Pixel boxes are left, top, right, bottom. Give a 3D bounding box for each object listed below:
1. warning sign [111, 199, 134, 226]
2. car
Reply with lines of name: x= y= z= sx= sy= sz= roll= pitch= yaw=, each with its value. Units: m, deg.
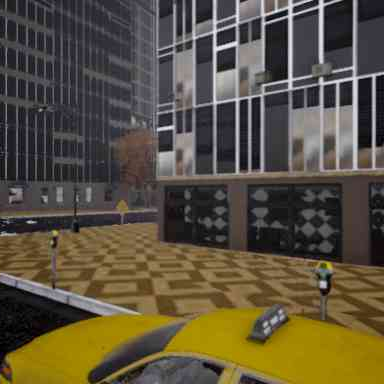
warning sign: x=-5.084 y=1.453 z=24.402 sx=1.300 sy=1.860 sz=1.060 roll=1 pitch=1 yaw=33
car: x=0.326 y=1.525 z=2.488 sx=4.829 sy=1.417 sz=1.752 roll=0 pitch=0 yaw=36
